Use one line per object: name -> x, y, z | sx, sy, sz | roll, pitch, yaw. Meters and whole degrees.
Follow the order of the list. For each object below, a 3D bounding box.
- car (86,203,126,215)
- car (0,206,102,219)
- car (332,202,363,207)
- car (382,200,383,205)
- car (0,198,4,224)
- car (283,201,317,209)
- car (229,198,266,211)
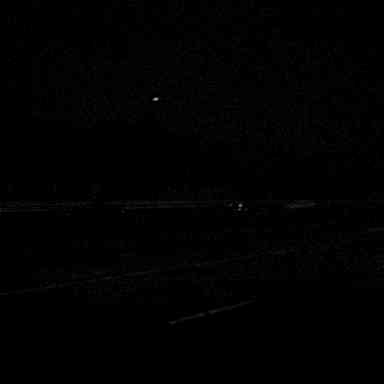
car -> -7.233, 1.573, 24.628 | 4.674, 1.442, 1.812 | 0, 0, -35
car -> -6.924, 1.585, 16.251 | 4.181, 1.385, 1.994 | 0, 0, -35
car -> 14.698, 1.689, 31.598 | 4.892, 1.490, 1.837 | 1, 0, -35
car -> 36.556, 1.731, 60.040 | 5.566, 2.045, 2.150 | 1, 0, -35
car -> -15.676, 1.354, 22.905 | 4.553, 1.767, 2.097 | 0, 0, -35
car -> 12.608, 1.727, 38.677 | 4.674, 1.442, 1.812 | 1, 0, -35
car -> 6.510, 1.516, 38.679 | 4.553, 1.767, 2.097 | 0, 0, -35
